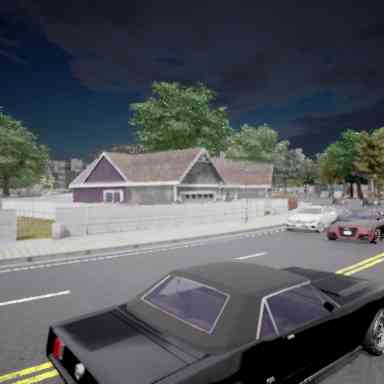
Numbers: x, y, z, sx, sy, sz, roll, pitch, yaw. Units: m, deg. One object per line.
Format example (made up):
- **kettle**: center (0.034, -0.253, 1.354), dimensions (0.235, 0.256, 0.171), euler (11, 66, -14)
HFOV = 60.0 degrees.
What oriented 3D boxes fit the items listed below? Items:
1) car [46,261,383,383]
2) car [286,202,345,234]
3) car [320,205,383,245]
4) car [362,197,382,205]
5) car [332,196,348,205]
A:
- **car**: center (0.831, 1.602, 4.297), dimensions (4.718, 1.301, 1.895), euler (0, 0, -38)
- **car**: center (7.209, 1.516, 19.594), dimensions (1.812, 1.442, 4.674), euler (-1, 0, 40)
- **car**: center (7.955, 1.537, 15.611), dimensions (1.994, 1.385, 4.181), euler (-1, 0, 43)
- **car**: center (27.525, 1.449, 50.969), dimensions (2.128, 1.511, 4.902), euler (-1, 0, 15)
- **car**: center (25.836, 1.520, 58.160), dimensions (2.128, 1.511, 4.902), euler (-1, 0, 12)
